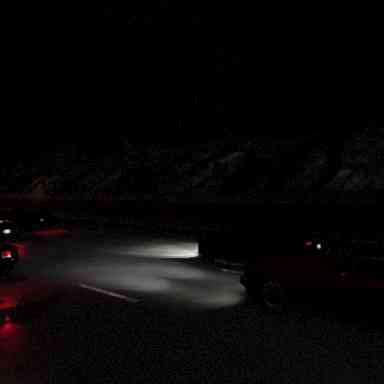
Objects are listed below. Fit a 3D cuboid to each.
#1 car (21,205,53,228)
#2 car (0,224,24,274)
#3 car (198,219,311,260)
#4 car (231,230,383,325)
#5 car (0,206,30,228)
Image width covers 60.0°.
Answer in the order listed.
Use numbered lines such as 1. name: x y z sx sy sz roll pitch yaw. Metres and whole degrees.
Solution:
1. car: -11.359 1.637 22.639 5.008 1.535 1.882 0 0 41
2. car: -6.963 1.676 9.652 4.718 1.301 1.895 0 0 40
3. car: 2.241 1.619 11.242 4.181 1.385 1.994 0 0 38
4. car: 3.297 1.624 6.018 4.718 1.301 1.895 0 0 36
5. car: -10.610 1.633 17.378 4.892 1.490 1.837 0 0 41
